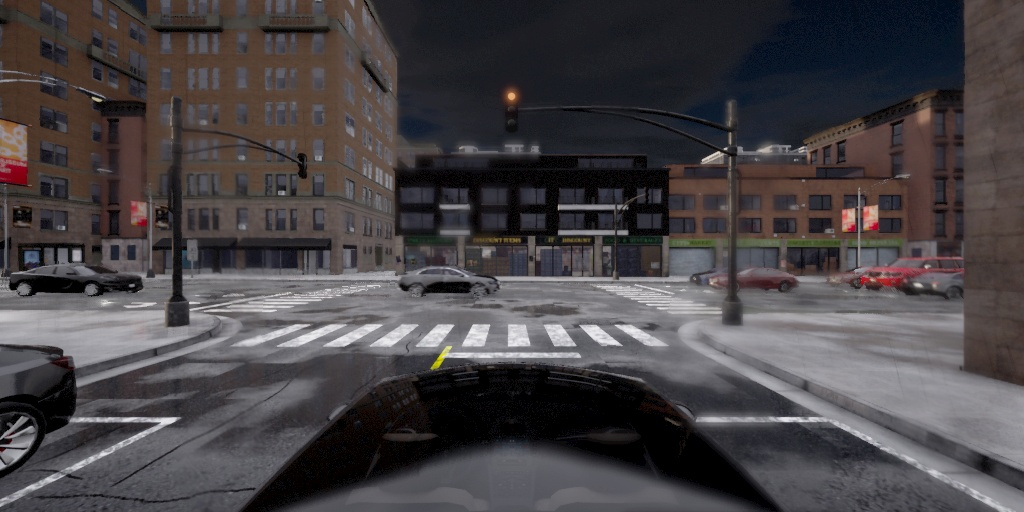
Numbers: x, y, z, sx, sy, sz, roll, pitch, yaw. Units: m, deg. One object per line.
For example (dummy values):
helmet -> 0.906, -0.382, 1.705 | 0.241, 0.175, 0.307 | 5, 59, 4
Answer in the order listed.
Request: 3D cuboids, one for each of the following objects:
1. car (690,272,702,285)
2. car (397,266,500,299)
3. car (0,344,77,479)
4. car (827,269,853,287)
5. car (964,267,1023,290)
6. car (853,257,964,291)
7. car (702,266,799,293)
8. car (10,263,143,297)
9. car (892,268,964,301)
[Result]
car -> 14.396, 1.394, 24.285 | 4.181, 1.385, 1.994 | 0, 0, 0
car -> -3.047, 1.233, 17.489 | 4.902, 1.511, 2.128 | 0, 0, 0
car -> -5.387, 1.316, 1.927 | 1.948, 1.339, 4.313 | 0, 0, 0
car -> 24.158, 1.407, 24.326 | 4.674, 1.442, 1.812 | 0, 0, 0
car -> 34.112, 1.498, 24.385 | 4.181, 1.385, 1.994 | 0, 0, 0
car -> 23.991, 1.101, 21.071 | 5.566, 2.045, 2.150 | 0, 0, 0
car -> 14.097, 1.354, 21.032 | 4.674, 1.442, 1.812 | 0, 0, 1
car -> -20.945, 1.134, 17.391 | 5.008, 1.535, 1.882 | 1, 0, 0
car -> 21.980, 1.434, 17.626 | 4.181, 1.385, 1.994 | 0, 0, 0
